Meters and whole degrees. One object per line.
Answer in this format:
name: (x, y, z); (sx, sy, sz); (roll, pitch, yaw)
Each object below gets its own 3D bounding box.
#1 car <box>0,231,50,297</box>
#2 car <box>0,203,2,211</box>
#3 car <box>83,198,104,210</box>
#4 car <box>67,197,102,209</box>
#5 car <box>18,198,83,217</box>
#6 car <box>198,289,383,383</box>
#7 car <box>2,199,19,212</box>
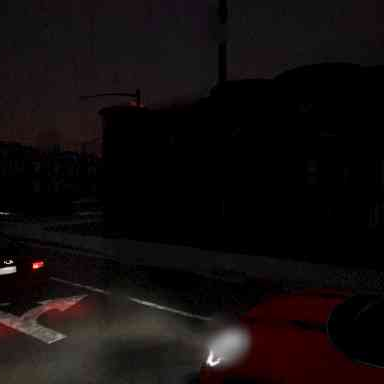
car: (-5.505, 1.547, 7.891); (5.357, 1.411, 2.033); (0, 0, 37)
car: (-20.876, 1.547, 39.782); (2.033, 1.411, 5.357); (0, 0, 36)
car: (-13.294, 1.601, 44.354); (1.895, 1.301, 4.718); (0, 0, 36)
car: (-15.275, 1.526, 47.577); (1.812, 1.442, 4.674); (0, 0, 36)
car: (-13.440, 1.477, 31.877); (1.882, 1.535, 5.008); (0, 0, 36)
car: (2.247, 1.352, 2.394); (4.553, 1.767, 2.097); (0, 0, 36)
car: (-18.362, 1.564, 37.273); (1.994, 1.385, 4.181); (0, 0, 36)
